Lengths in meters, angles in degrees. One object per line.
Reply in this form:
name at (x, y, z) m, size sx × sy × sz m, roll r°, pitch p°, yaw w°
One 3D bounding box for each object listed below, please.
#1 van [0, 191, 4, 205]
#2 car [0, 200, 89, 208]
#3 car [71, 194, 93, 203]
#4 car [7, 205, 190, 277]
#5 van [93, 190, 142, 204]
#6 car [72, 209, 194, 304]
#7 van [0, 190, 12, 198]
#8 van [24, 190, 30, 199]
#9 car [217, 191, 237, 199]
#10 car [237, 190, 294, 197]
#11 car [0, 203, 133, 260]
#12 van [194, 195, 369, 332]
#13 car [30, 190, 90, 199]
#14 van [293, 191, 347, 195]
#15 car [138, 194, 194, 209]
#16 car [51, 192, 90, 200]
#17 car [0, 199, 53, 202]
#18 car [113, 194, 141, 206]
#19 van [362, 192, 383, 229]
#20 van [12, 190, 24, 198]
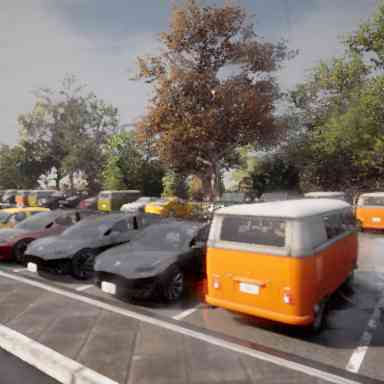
van at (-28.165, 0.832, 45.015) m, size 1.878 × 1.987 × 4.442 m, roll -1°, pitch 0°, yaw 36°
car at (-7.016, 1.308, 13.073) m, size 1.946 × 1.575 × 5.366 m, roll 0°, pitch 1°, yaw 36°
car at (-8.091, 1.121, 30.259) m, size 2.002 × 1.452 × 4.674 m, roll 1°, pitch 1°, yaw 36°
car at (-2.435, 1.380, 9.933) m, size 2.163 × 1.488 × 4.792 m, roll 1°, pitch 1°, yaw 36°
van at (-5.884, 0.873, 28.796) m, size 1.878 × 1.987 × 4.442 m, roll 1°, pitch 1°, yaw 36°
car at (-0.190, 1.400, 8.299) m, size 2.163 × 1.488 × 4.792 m, roll 1°, pitch 1°, yaw 36°
van at (-19.466, 0.754, 38.392) m, size 1.878 × 1.987 × 4.442 m, roll 0°, pitch 1°, yaw 36°
van at (-14.843, 0.792, 35.316) m, size 1.878 × 1.987 × 4.442 m, roll 1°, pitch 1°, yaw 36°
car at (3.092, 0.931, 22.084) m, size 2.435 × 2.045 × 5.566 m, roll 1°, pitch 1°, yaw 36°
car at (5.332, 0.951, 20.454) m, size 2.435 × 2.045 × 5.566 m, roll 1°, pitch 1°, yaw 36°
car at (-4.679, 1.359, 11.566) m, size 2.163 × 1.488 × 4.792 m, roll 1°, pitch 1°, yaw 36°
van at (2.140, 1.163, 6.780) m, size 1.878 × 1.987 × 4.442 m, roll 1°, pitch 1°, yaw 36°
car at (-12.688, 0.788, 33.568) m, size 2.435 × 2.045 × 5.566 m, roll 1°, pitch 1°, yaw 36°
van at (7.519, 0.997, 18.753) m, size 1.878 × 1.987 × 4.442 m, roll 1°, pitch 1°, yaw 36°
car at (-1.375, 1.141, 25.366) m, size 2.097 × 1.535 × 5.008 m, roll 1°, pitch 1°, yaw 36°
car at (-10.334, 1.060, 31.887) m, size 2.097 × 1.535 × 5.008 m, roll 1°, pitch 1°, yaw 36°
car at (-9.147, 1.290, 14.862) m, size 2.231 × 1.521 × 4.892 m, roll 1°, pitch 1°, yaw 36°
car at (-3.710, 1.160, 27.077) m, size 2.002 × 1.452 × 4.674 m, roll 1°, pitch 1°, yaw 36°
van at (9.896, 1.015, 17.311) m, size 1.878 × 1.987 × 4.442 m, roll 1°, pitch 1°, yaw 36°
van at (-16.981, 0.772, 36.872) m, size 1.878 × 1.987 × 4.442 m, roll 1°, pitch 1°, yaw 36°
